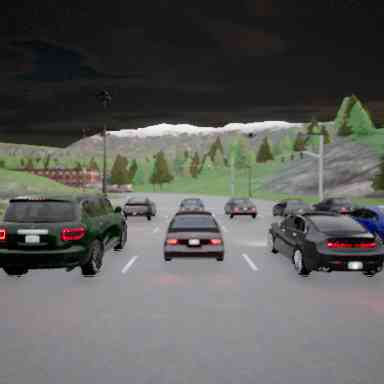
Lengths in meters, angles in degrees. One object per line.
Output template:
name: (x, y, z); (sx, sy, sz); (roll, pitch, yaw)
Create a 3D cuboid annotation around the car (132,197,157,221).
car: (-3.514, 1.073, 22.808); (2.128, 1.511, 4.902); (0, 1, 0)

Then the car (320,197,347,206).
car: (10.464, 1.095, 24.265); (2.033, 1.411, 5.357); (0, 1, -1)

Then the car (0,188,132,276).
car: (-3.445, 1.042, 9.847); (2.150, 2.045, 5.566); (0, 1, 0)

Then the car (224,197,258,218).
car: (3.462, 1.098, 24.299); (2.033, 1.411, 5.357); (0, 1, -1)

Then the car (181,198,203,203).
car: (-0.012, 1.119, 23.276); (2.033, 1.411, 5.357); (0, 1, 0)

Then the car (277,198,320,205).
car: (6.977, 1.131, 23.286); (1.994, 1.385, 4.181); (0, 1, -1)

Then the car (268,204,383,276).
car: (3.558, 1.322, 9.690); (1.837, 1.490, 4.892); (0, 1, 0)

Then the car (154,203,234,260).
car: (0.051, 1.336, 11.385); (2.033, 1.411, 5.357); (0, 1, 0)

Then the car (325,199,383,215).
car: (7.045, 1.242, 12.490); (1.882, 1.535, 5.008); (0, 1, 0)
